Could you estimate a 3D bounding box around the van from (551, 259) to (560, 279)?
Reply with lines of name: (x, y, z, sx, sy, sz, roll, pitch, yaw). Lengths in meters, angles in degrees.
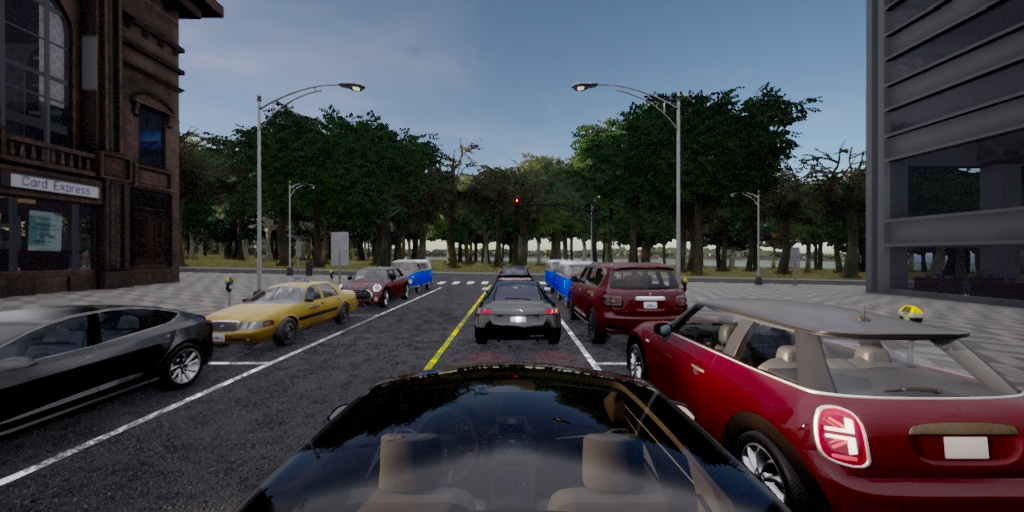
van: (2.790, 1.088, 14.995, 1.690, 1.789, 3.998, 0, 0, 0)

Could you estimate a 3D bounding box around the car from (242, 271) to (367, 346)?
car: (-5.747, 1.273, 9.407, 1.751, 1.417, 4.829, 0, 0, 0)

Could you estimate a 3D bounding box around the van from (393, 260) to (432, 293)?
van: (-5.723, 1.087, 20.451, 1.690, 1.789, 3.998, 0, 0, 0)

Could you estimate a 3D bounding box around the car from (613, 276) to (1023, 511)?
car: (2.767, 1.189, 4.120, 1.967, 1.591, 4.097, 0, 0, 0)

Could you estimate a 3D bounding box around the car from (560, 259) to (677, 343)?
car: (2.778, 1.063, 9.558, 2.192, 1.841, 5.009, 0, 0, 0)

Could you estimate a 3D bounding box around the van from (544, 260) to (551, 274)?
van: (2.802, 1.087, 20.433, 1.690, 1.789, 3.998, 0, 0, 0)

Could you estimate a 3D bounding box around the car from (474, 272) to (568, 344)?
car: (0.120, 1.312, 9.607, 1.994, 1.385, 4.181, 0, 0, 0)

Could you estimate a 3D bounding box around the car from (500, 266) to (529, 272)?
car: (0.136, 1.238, 18.488, 2.128, 1.511, 4.902, 0, 0, 0)

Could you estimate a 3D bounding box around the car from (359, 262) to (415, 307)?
car: (-5.735, 1.187, 15.014, 1.967, 1.591, 4.097, 0, 0, 0)

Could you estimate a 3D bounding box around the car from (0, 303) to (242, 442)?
car: (-5.759, 1.315, 4.139, 1.948, 1.339, 4.313, 0, 0, 0)
